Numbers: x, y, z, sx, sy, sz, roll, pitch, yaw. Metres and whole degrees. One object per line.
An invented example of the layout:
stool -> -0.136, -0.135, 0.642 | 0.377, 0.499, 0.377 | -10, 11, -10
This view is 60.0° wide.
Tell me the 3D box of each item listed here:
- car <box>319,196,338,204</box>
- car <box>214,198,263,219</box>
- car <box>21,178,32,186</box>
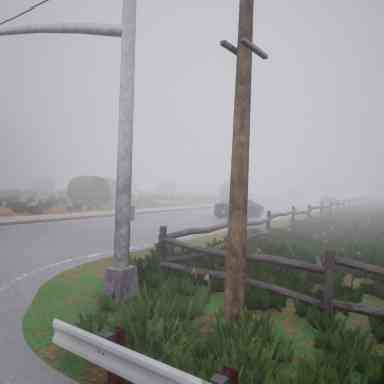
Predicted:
car -> 20.266, 1.187, 49.015 | 1.895, 1.301, 4.718 | 3, 2, 33
car -> 3.376, 1.114, 23.200 | 1.882, 1.535, 5.008 | 3, 2, 33
car -> -39.104, -2.271, 79.196 | 1.905, 1.878, 3.866 | 8, 2, -13
